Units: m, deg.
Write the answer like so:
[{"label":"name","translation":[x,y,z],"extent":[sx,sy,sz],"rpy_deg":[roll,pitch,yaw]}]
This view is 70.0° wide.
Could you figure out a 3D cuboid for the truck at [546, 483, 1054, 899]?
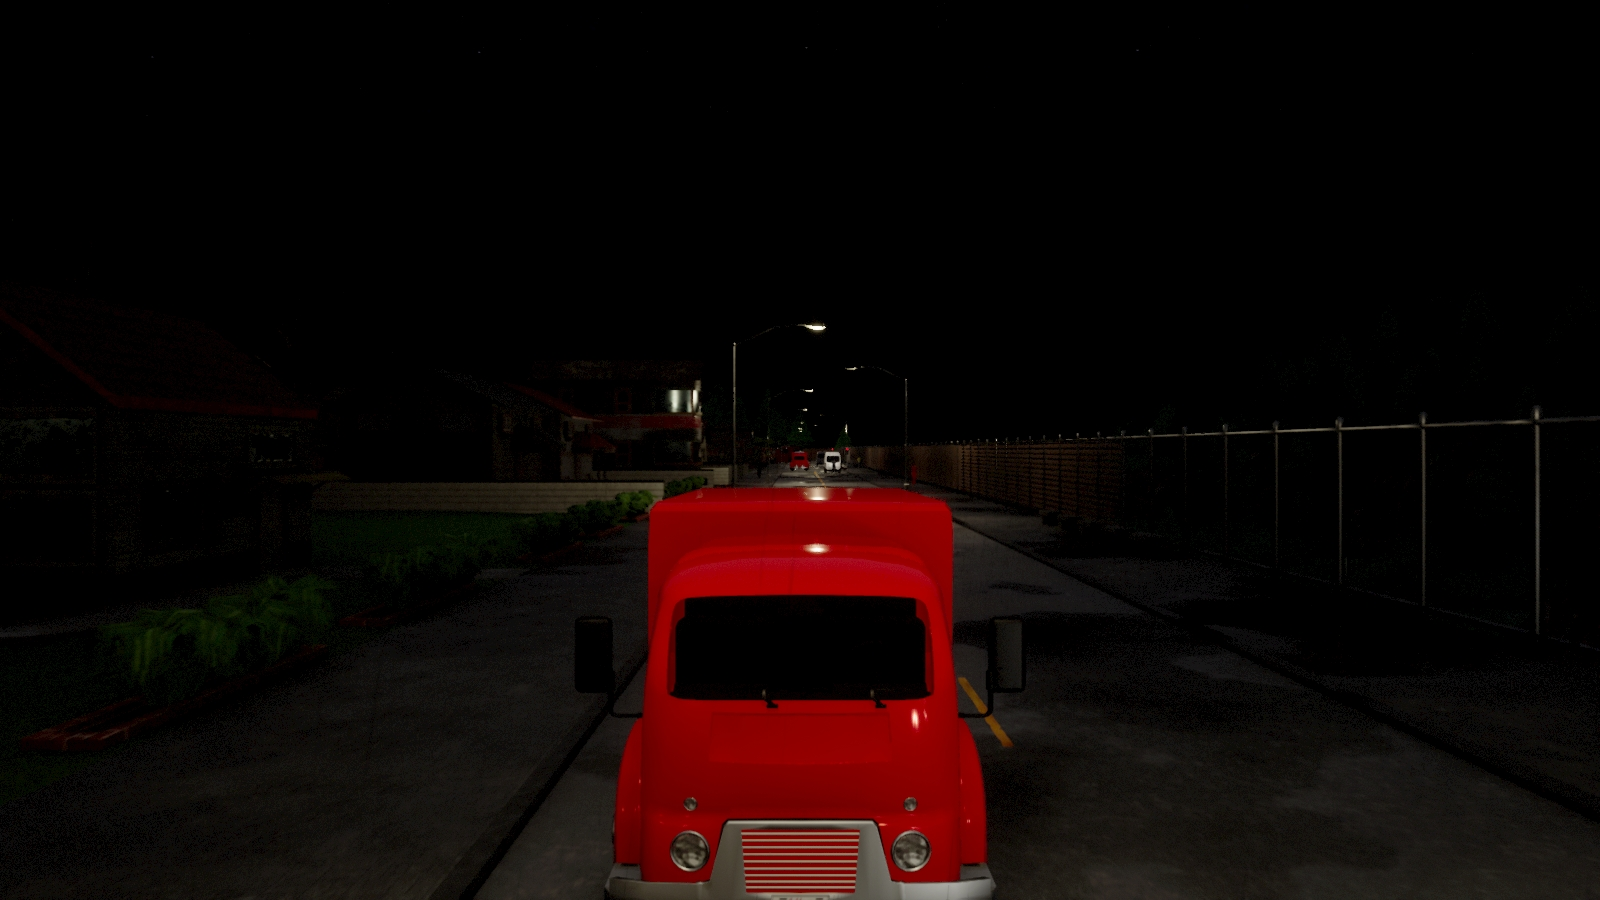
[{"label":"truck","translation":[0.000,1.565,8.520],"extent":[2.627,2.467,5.204],"rpy_deg":[0,0,0]}]
